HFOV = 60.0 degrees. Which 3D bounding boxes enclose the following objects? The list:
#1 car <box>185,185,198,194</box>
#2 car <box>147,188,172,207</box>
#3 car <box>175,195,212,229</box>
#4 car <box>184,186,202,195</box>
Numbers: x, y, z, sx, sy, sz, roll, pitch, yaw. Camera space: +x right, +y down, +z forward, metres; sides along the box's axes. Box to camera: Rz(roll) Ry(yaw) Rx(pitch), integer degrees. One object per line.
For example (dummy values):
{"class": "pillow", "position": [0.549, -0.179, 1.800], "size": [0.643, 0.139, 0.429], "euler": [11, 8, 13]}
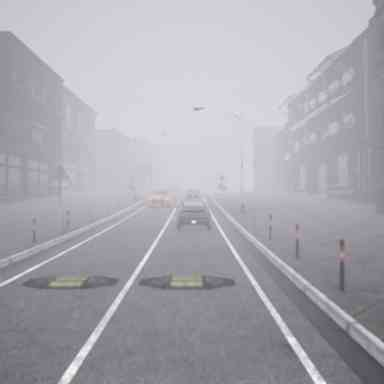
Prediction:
{"class": "car", "position": [-0.055, -0.569, 73.417], "size": [2.097, 1.767, 4.553], "euler": [0, 1, 10]}
{"class": "car", "position": [-3.073, 0.484, 32.340], "size": [2.097, 1.767, 4.553], "euler": [0, 3, 0]}
{"class": "car", "position": [0.099, 1.188, 19.312], "size": [1.837, 1.490, 4.892], "euler": [0, 2, 0]}
{"class": "car", "position": [0.123, 0.433, 37.731], "size": [2.033, 1.411, 5.357], "euler": [0, 2, 0]}
